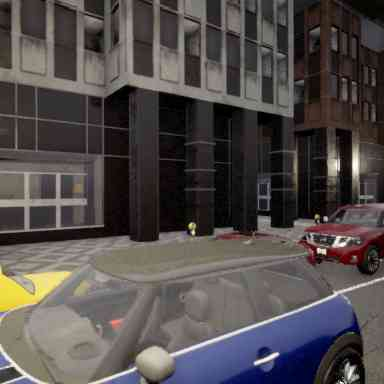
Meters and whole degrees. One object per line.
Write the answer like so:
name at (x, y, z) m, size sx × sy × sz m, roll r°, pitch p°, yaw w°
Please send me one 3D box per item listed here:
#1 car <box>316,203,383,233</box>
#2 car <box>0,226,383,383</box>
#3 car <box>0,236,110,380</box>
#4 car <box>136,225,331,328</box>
car at (5.626, 1.314, 10.653) m, size 5.009 × 1.841 × 2.192 m, roll 0°, pitch 0°, yaw -35°
car at (-0.437, 1.352, 3.066) m, size 4.553 × 1.767 × 2.097 m, roll 0°, pitch 0°, yaw -35°
car at (-3.640, 1.525, 4.057) m, size 4.829 × 1.417 × 1.752 m, roll 0°, pitch 0°, yaw -35°
car at (1.062, 1.581, 7.403) m, size 4.206 × 1.307 × 1.802 m, roll 0°, pitch 0°, yaw -35°
